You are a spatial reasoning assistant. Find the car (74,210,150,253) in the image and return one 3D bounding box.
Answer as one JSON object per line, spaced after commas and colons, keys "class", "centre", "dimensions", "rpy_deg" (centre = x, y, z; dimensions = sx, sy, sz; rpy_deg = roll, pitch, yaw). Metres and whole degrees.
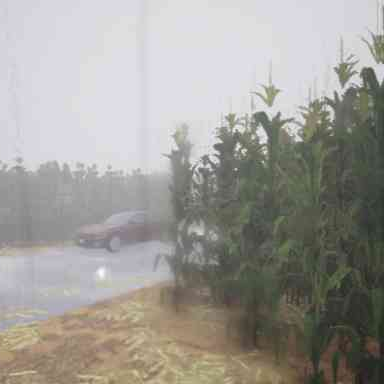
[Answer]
{"class": "car", "centre": [-2.770, 1.599, 14.733], "dimensions": [1.882, 1.535, 5.008], "rpy_deg": [-1, -1, 36]}
